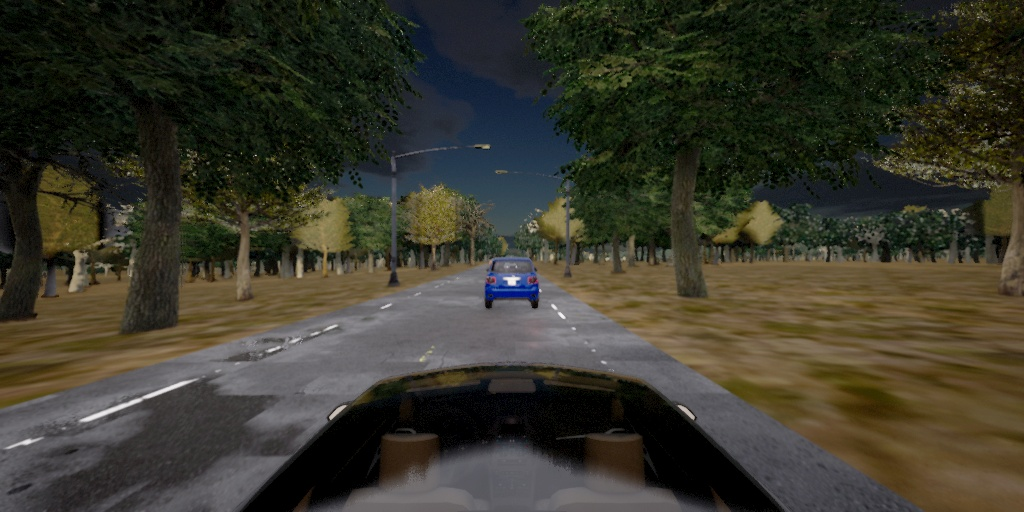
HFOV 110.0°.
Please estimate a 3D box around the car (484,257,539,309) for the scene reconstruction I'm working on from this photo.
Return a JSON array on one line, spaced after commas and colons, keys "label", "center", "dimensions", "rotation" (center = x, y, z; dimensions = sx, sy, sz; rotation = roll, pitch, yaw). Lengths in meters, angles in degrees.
[{"label": "car", "center": [-0.008, 1.078, 15.863], "dimensions": [2.150, 2.045, 5.566], "rotation": [0, 0, 0]}]
